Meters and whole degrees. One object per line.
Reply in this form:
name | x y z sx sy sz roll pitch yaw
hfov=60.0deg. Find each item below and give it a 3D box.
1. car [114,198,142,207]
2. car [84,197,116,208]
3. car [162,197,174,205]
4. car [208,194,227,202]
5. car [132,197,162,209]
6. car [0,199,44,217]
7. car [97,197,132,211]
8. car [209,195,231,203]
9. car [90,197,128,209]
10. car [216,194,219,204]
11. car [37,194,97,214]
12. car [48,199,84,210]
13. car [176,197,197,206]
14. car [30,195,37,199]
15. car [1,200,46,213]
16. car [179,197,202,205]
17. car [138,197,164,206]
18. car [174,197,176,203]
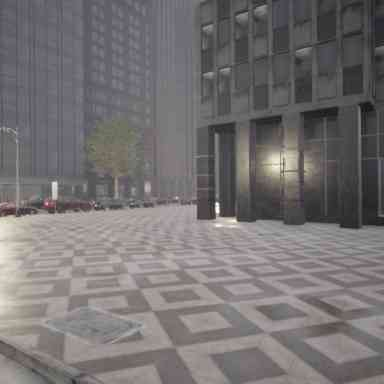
car | -10.214 1.614 53.283 1.802 1.307 4.206 -1 0 35
car | -13.426 1.485 48.647 1.967 1.590 4.097 -1 0 35
car | -5.669 1.591 54.922 1.895 1.301 4.718 -1 0 35
car | 5.834 1.297 76.468 2.192 1.841 5.009 -1 0 35
car | -6.418 1.510 43.790 1.947 1.339 4.313 -1 0 35
car | -16.046 1.577 29.882 1.802 1.307 4.206 -1 0 35
car | -9.627 1.525 39.155 1.947 1.339 4.313 -1 0 35
car | 5.489 1.417 65.510 2.128 1.511 4.902 -1 0 35
car | -11.521 1.506 46.539 2.128 1.511 4.902 -1 0 35
car | 3.209 1.223 57.700 2.192 1.841 5.009 -1 0 35
car | -12.839 1.291 34.520 2.192 1.841 5.009 -1 0 35
car | -16.634 1.643 44.010 1.802 1.307 4.206 -1 0 35
car | 0.001 1.463 53.063 1.887 1.381 4.507 -1 0 35
car | -17.241 1.265 38.304 2.150 2.045 5.566 -1 0 35
car | -19.844 1.644 39.374 1.947 1.339 4.313 -1 0 35
car | -0.189 1.507 57.294 1.994 1.385 4.181 -1 0 34
car | -7.101 1.545 57.780 1.752 1.417 4.829 -1 0 35
car | -3.794 1.575 62.557 1.947 1.339 4.313 -1 0 35
